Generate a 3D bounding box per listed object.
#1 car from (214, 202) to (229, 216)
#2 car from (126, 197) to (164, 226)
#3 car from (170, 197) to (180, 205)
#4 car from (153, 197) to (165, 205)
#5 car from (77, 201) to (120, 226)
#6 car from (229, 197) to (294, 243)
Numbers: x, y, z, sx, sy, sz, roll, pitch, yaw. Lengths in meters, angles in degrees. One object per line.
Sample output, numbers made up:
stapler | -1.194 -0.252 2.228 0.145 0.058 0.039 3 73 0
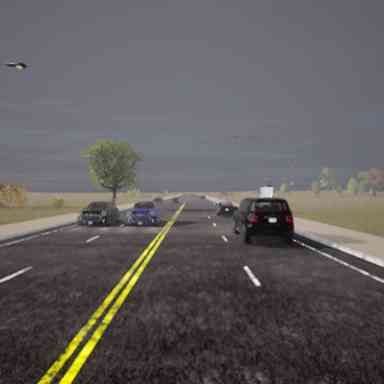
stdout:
car | 3.341 1.674 33.683 1.994 1.385 4.181 0 0 0
car | -3.356 1.430 23.799 2.097 1.767 4.553 0 0 0
car | -3.275 1.706 65.924 1.837 1.490 4.892 0 0 0
car | -6.525 1.706 65.925 1.837 1.490 4.892 0 0 0
car | -6.606 1.431 23.876 2.097 1.767 4.553 0 0 0
car | 3.346 1.276 16.482 2.150 2.045 5.566 0 0 0
